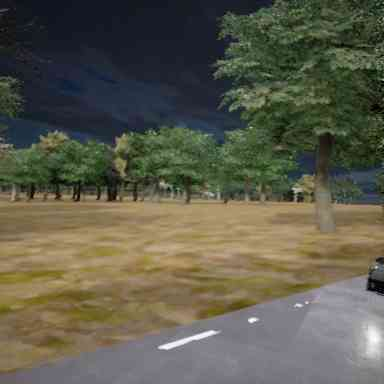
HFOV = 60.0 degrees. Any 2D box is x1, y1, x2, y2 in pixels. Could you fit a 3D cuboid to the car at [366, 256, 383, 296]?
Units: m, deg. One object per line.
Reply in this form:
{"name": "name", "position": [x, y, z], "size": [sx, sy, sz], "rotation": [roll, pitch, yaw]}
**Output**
{"name": "car", "position": [5.706, 1.588, 7.330], "size": [4.181, 1.385, 1.994], "rotation": [0, 0, -35]}
